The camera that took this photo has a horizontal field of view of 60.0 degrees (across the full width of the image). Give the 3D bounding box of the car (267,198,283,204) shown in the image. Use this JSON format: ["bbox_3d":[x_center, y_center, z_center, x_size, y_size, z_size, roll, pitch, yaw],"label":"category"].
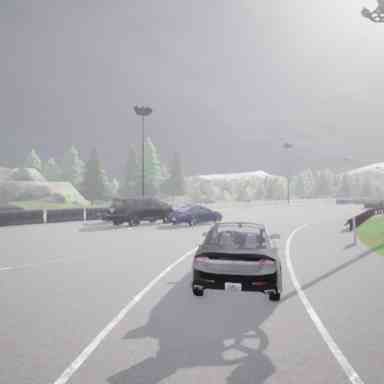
[{"bbox_3d":[21.230,2.248,84.918,1.837,1.490,4.892,-2,-1,42],"label":"car"}]

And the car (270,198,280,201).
[{"bbox_3d":[17.143,2.172,75.099,1.882,1.535,5.008,-2,-1,42],"label":"car"}]

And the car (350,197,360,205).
[{"bbox_3d":[35.105,1.883,68.935,2.128,1.511,4.902,-2,-1,42],"label":"car"}]

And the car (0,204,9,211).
[{"bbox_3d":[-8.572,1.319,9.229,2.150,2.045,5.566,-1,-1,41],"label":"car"}]

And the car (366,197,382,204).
[{"bbox_3d":[42.051,1.842,76.702,2.128,1.511,4.902,-2,-1,42],"label":"car"}]

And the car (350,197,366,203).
[{"bbox_3d":[39.442,1.912,79.035,2.128,1.511,4.902,-2,-1,42],"label":"car"}]

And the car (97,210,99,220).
[{"bbox_3d":[-5.692,1.802,28.263,1.837,1.490,4.892,-2,-1,42],"label":"car"}]

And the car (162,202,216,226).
[{"bbox_3d":[0.298,1.686,24.465,1.812,1.442,4.674,-1,-1,42],"label":"car"}]

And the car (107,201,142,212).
[{"bbox_3d":[-10.052,2.163,49.983,2.128,1.511,4.902,-2,-1,42],"label":"car"}]

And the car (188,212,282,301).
[{"bbox_3d":[1.205,1.511,8.458,2.128,1.511,4.902,0,0,11],"label":"car"}]

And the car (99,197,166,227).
[{"bbox_3d":[-3.788,1.449,25.145,2.150,2.045,5.566,-1,-1,42],"label":"car"}]

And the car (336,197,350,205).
[{"bbox_3d":[32.496,1.906,71.269,1.882,1.535,5.008,-2,-1,42],"label":"car"}]

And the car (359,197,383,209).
[{"bbox_3d":[27.025,1.717,49.241,2.033,1.411,5.357,-2,-1,42],"label":"car"}]

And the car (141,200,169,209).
[{"bbox_3d":[-6.521,2.264,59.194,1.837,1.490,4.892,-2,-1,42],"label":"car"}]

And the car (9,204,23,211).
[{"bbox_3d":[-25.237,2.323,44.454,4.674,1.442,1.812,0,-1,-26],"label":"car"}]

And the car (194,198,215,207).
[{"bbox_3d":[2.640,2.151,69.373,2.097,1.767,4.553,-2,-1,42],"label":"car"}]

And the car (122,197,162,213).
[{"bbox_3d":[-7.136,1.824,48.010,2.150,2.045,5.566,-2,-1,42],"label":"car"}]
